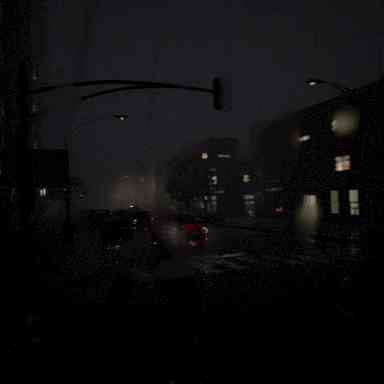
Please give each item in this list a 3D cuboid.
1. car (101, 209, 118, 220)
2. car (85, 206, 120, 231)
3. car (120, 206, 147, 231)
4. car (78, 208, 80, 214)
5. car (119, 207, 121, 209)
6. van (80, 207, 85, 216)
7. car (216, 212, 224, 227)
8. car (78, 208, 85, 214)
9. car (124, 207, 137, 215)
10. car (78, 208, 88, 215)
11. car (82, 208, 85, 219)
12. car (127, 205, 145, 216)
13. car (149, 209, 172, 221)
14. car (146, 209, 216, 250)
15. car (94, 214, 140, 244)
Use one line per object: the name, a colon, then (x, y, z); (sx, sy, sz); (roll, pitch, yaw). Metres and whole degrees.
car: (-12.406, 3.373, 49.778); (2.033, 1.411, 5.357); (-1, -2, -20)
car: (-8.396, 2.491, 30.736); (2.192, 1.841, 5.009); (-2, -1, -20)
car: (-4.293, 2.315, 27.417); (2.097, 1.767, 4.553); (-1, -2, -20)
car: (-19.980, 3.720, 62.610); (2.192, 1.841, 5.009); (-2, -1, -20)
car: (-7.834, 2.815, 37.096); (1.882, 1.535, 5.008); (-1, -2, -20)
van: (-16.169, 3.345, 52.224); (1.690, 1.788, 3.998); (-2, -1, -20)
car: (1.353, 2.396, 29.183); (2.008, 1.369, 4.403); (-2, -1, -20)
car: (-29.437, 4.927, 88.410); (1.752, 1.417, 4.829); (-2, -1, -20)
car: (-12.161, 3.785, 65.647); (1.752, 1.417, 4.829); (-2, -1, -20)
car: (-25.685, 4.552, 78.184); (1.887, 1.381, 4.507); (-2, -1, -20)
car: (-12.116, 3.017, 41.150); (1.967, 1.590, 4.097); (-2, -1, -20)
car: (-10.208, 3.368, 60.299); (2.192, 1.841, 5.009); (-2, -1, -20)
car: (-4.219, 2.975, 44.030); (2.008, 1.369, 4.403); (-2, -1, -20)
car: (-0.747, 1.941, 17.784); (2.097, 1.767, 4.553); (-1, -2, -20)
car: (-4.852, 2.367, 21.018); (1.947, 1.339, 4.313); (-2, -1, -20)
